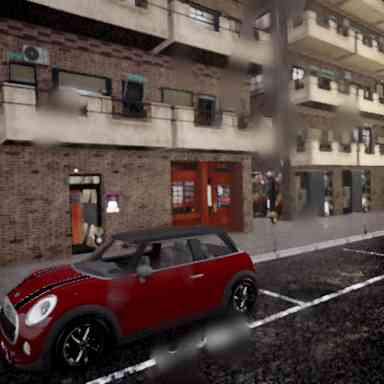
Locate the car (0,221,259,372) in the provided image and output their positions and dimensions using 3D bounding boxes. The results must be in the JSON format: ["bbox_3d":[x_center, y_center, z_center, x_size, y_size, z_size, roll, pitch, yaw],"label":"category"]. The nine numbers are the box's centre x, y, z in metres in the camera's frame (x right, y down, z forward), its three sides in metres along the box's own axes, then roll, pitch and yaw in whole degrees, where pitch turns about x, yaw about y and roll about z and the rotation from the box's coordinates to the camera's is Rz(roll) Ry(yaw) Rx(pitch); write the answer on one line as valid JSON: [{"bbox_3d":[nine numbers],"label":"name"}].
[{"bbox_3d":[-0.863,1.375,5.509,4.097,1.590,1.967,-2,0,-36],"label":"car"}]
